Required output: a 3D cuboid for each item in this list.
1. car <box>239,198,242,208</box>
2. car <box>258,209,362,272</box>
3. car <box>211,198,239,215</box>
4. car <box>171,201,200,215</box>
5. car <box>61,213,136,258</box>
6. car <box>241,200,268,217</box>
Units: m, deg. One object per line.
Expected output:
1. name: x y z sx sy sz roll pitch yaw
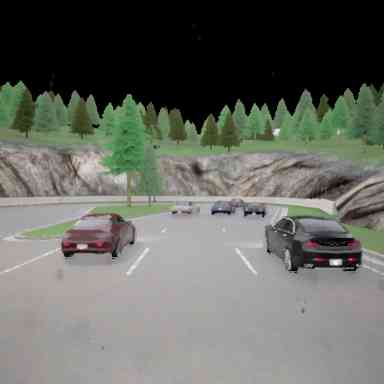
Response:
1. car: 5.892 1.541 43.532 2.033 1.411 5.357 0 0 13
2. car: 3.612 1.503 10.732 1.837 1.490 4.892 0 0 0
3. car: 3.256 1.559 33.791 1.994 1.385 4.181 0 0 15
4. car: -0.539 1.596 33.453 1.895 1.301 4.718 0 0 16
5. car: -3.368 1.524 12.580 1.812 1.442 4.674 0 0 1
6. car: 6.095 1.596 31.386 1.895 1.301 4.718 0 0 16
